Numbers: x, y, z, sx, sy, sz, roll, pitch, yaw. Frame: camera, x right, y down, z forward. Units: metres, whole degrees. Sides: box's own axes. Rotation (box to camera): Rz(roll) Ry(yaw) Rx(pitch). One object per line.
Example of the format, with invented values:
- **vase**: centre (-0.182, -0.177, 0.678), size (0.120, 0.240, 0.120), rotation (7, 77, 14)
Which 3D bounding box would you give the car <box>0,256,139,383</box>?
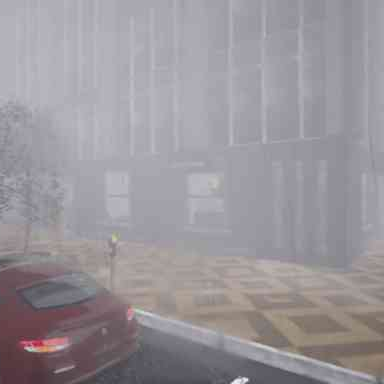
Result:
- **car**: centre (-2.584, 1.593, 4.716), size (4.206, 1.307, 1.802), rotation (0, 0, 35)
